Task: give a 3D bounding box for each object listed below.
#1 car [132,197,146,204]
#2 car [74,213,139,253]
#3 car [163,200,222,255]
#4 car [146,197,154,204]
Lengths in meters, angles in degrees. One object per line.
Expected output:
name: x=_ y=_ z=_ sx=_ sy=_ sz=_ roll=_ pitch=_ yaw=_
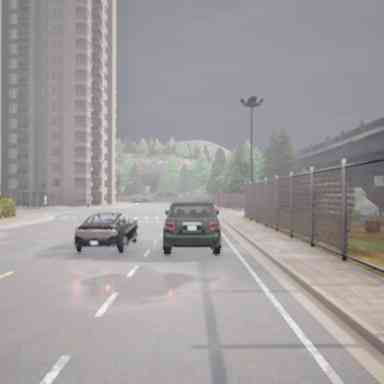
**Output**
car: x=-14.322 y=2.313 z=86.862 sx=1.837 sy=1.490 sz=4.892 roll=0 pitch=-1 yaw=-28
car: x=-3.495 y=1.627 z=14.289 sx=2.128 sy=1.511 sz=4.902 roll=0 pitch=0 yaw=0
car: x=0.003 y=1.349 z=14.027 sx=2.150 sy=2.045 sz=5.566 roll=0 pitch=0 yaw=0
car: x=-11.877 y=2.193 z=89.562 sx=2.097 sy=1.767 sz=4.553 roll=0 pitch=-1 yaw=-33
